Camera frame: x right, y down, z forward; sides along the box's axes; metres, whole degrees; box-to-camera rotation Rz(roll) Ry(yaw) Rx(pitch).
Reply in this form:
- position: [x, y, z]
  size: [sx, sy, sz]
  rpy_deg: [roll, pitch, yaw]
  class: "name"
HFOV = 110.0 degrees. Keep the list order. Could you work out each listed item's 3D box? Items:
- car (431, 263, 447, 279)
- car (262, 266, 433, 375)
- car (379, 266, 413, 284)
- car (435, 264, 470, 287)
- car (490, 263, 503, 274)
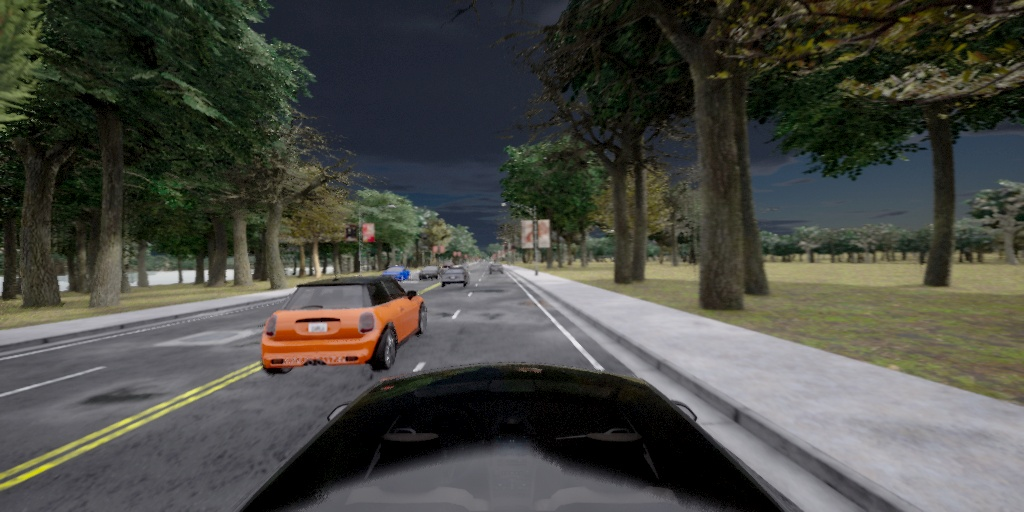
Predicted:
- position: [-8.178, 1.705, 36.551]
  size: [1.882, 1.535, 5.008]
  rpy_deg: [-1, -1, -3]
  class: "car"
- position: [-3.335, 1.229, 8.098]
  size: [2.097, 1.767, 4.553]
  rpy_deg: [-1, 0, -3]
  class: "car"
- position: [-11.380, 1.777, 35.475]
  size: [1.882, 1.535, 5.008]
  rpy_deg: [-1, -1, -3]
  class: "car"
- position: [-4.276, 1.596, 27.698]
  size: [2.033, 1.411, 5.357]
  rpy_deg: [-1, 0, -3]
  class: "car"
- position: [-2.205, 1.698, 50.236]
  size: [2.128, 1.511, 4.902]
  rpy_deg: [-1, -1, -3]
  class: "car"
